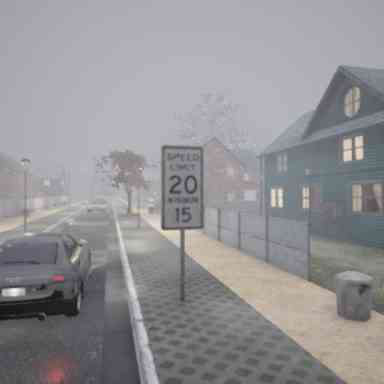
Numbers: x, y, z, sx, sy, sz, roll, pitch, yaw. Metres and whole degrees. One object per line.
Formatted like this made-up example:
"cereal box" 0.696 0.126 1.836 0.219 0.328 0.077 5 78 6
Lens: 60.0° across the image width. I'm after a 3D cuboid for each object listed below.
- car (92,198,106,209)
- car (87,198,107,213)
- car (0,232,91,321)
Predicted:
"car" -12.925 1.558 46.440 1.837 1.490 4.892 0 0 -14
"car" -10.526 1.636 36.862 1.895 1.301 4.718 0 0 -13
"car" -3.309 1.566 7.247 1.994 1.385 4.181 0 0 -14
